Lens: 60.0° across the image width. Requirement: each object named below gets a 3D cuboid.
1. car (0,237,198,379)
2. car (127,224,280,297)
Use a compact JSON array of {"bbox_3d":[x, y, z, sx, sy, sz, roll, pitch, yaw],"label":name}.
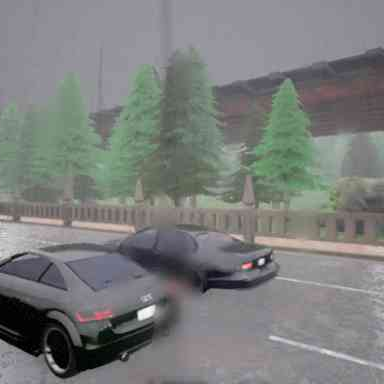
[{"bbox_3d":[-2.230,1.566,5.575,4.181,1.385,1.994,0,0,35],"label":"car"},{"bbox_3d":[-0.525,1.549,8.644,5.357,1.411,2.033,0,0,37],"label":"car"}]
